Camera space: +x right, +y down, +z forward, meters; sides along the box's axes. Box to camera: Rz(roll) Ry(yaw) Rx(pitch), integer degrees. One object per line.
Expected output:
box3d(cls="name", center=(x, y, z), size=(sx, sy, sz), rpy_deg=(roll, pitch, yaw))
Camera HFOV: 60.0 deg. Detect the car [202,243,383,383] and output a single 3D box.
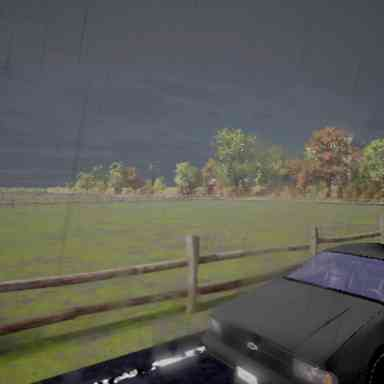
box3d(cls="car", center=(2.745, 1.543, 5.026), size=(5.357, 1.411, 2.033), rpy_deg=(0, 0, -36))
